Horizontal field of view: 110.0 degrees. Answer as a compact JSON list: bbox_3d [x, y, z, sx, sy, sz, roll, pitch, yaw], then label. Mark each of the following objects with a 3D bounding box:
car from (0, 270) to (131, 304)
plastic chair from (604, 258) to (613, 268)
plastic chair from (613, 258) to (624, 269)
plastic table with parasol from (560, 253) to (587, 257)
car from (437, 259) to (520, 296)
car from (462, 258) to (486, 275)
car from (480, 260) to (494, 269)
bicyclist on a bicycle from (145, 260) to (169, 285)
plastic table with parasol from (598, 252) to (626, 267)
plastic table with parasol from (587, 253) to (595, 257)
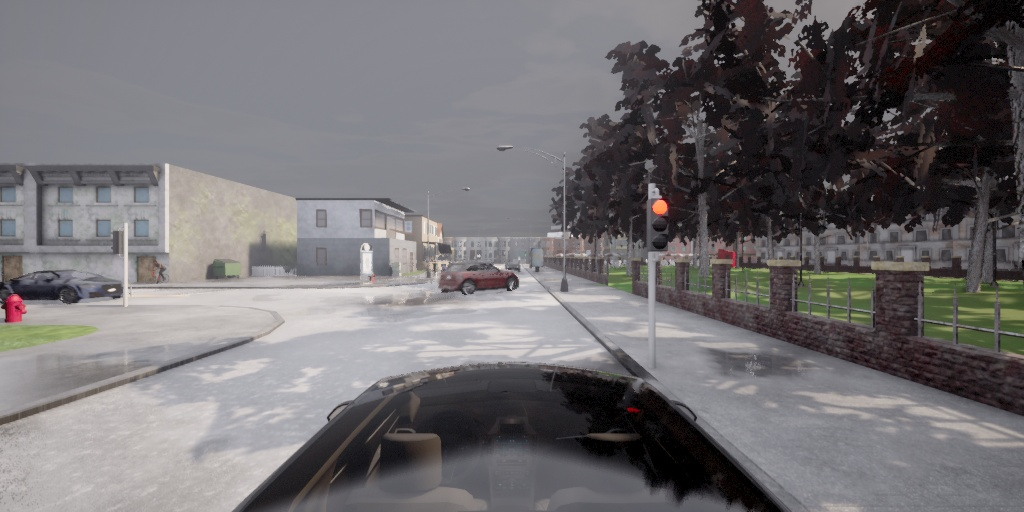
[{"bbox_3d":[-19.559,1.314,15.744,4.181,1.385,1.994,0,0,0],"label":"car"},{"bbox_3d":[14.306,1.305,54.117,0.730,1.272,0.750,0,0,-35],"label":"plastic chair"},{"bbox_3d":[16.012,1.295,54.021,0.750,1.272,0.730,0,0,-40],"label":"plastic chair"},{"bbox_3d":[9.959,0.683,57.757,2.482,2.480,2.482,0,0,-40],"label":"plastic table with parasol"},{"bbox_3d":[-1.731,1.102,19.652,2.097,1.767,4.553,-1,0,45],"label":"car"},{"bbox_3d":[-4.109,1.101,39.527,2.097,1.767,4.553,0,0,0],"label":"car"},{"bbox_3d":[-4.087,1.313,58.893,1.994,1.385,4.181,0,0,0],"label":"car"},{"bbox_3d":[-23.867,1.098,24.144,0.582,1.620,1.656,0,0,0],"label":"bicyclist on a bicycle"},{"bbox_3d":[15.279,0.693,55.020,2.482,2.480,2.482,0,0,-40],"label":"plastic table with parasol"},{"bbox_3d":[14.655,0.671,63.233,2.482,2.480,2.482,0,0,-42],"label":"plastic table with parasol"}]
